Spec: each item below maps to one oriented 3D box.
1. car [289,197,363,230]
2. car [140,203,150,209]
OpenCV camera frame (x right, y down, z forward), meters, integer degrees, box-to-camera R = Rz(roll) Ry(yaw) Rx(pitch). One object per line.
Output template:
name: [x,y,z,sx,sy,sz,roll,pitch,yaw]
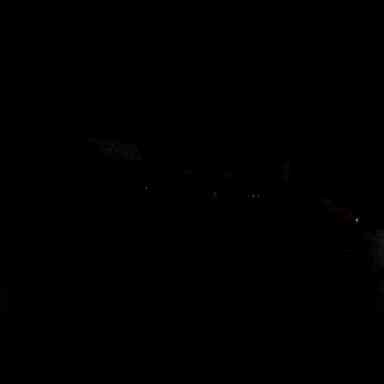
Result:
car: [8.241,1.364,22.066,2.150,2.045,5.566,2,-2,-35]
car: [-6.139,1.769,41.901,2.097,1.767,4.553,2,-3,-37]
